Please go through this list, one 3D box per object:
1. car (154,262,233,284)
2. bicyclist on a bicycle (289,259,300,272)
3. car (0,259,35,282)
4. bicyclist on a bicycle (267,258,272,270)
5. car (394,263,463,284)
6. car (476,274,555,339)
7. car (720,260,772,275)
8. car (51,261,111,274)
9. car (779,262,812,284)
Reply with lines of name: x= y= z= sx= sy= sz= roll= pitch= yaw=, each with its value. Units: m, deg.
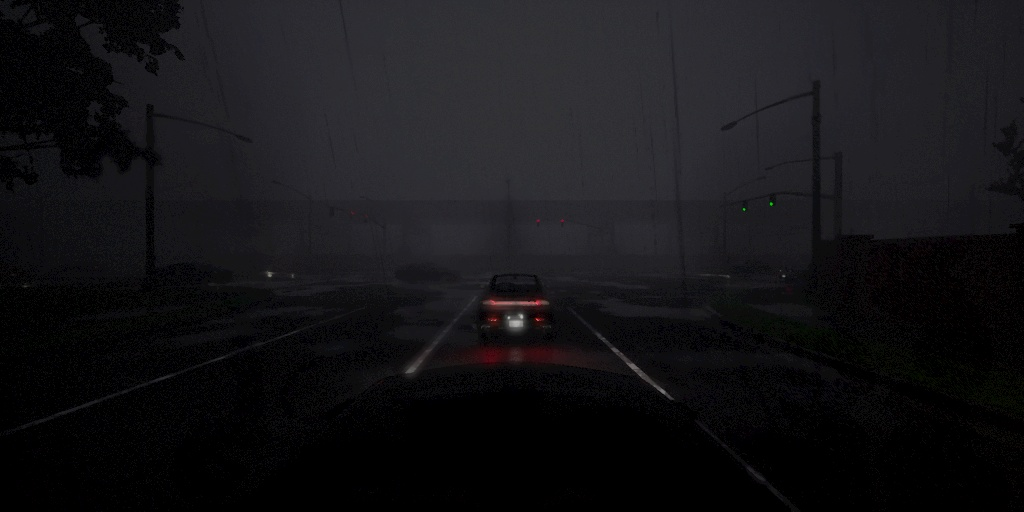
car: x=-23.523 y=1.227 z=26.609 sx=5.008 sy=1.535 sz=1.882 roll=0 pitch=0 yaw=2
bicyclist on a bicycle: x=-27.055 y=1.203 z=44.677 sx=0.582 sy=1.620 sz=1.656 roll=0 pitch=0 yaw=14
car: x=-40.427 y=1.061 z=27.152 sx=5.566 sy=2.045 sz=2.150 roll=0 pitch=0 yaw=2
bicyclist on a bicycle: x=-31.608 y=1.050 z=46.765 sx=0.582 sy=1.620 sz=1.656 roll=0 pitch=0 yaw=-33
car: x=-6.042 y=1.233 z=26.134 sx=4.902 sy=1.511 sz=2.128 roll=0 pitch=0 yaw=2
car: x=0.094 y=1.242 z=10.117 sx=2.128 sy=1.511 sz=4.902 roll=0 pitch=0 yaw=0
car: x=23.495 y=1.140 z=36.052 sx=4.674 sy=1.442 sz=1.812 roll=-1 pitch=0 yaw=2
car: x=-49.669 y=1.297 z=41.404 sx=5.357 sy=1.411 sz=2.033 roll=0 pitch=0 yaw=2
car: x=21.589 y=1.160 z=25.395 sx=4.674 sy=1.442 sz=1.812 roll=-1 pitch=0 yaw=2
